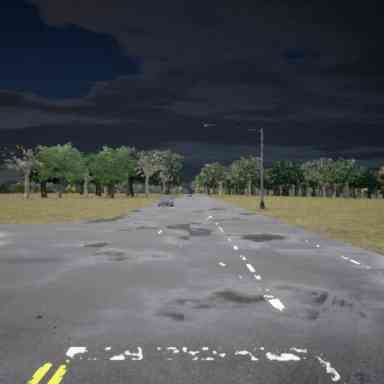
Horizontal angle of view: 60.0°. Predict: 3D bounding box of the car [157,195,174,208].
[{"bbox_3d":[-3.668,1.233,46.850,2.097,1.767,4.553,0,0,0],"label":"car"}]
